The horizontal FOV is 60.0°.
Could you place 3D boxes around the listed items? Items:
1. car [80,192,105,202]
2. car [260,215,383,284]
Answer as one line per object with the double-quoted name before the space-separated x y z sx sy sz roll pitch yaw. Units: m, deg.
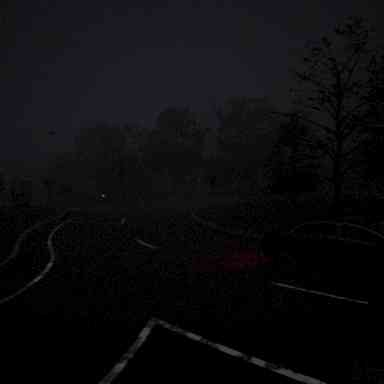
"car" -14.296 0.818 47.744 4.892 1.490 1.837 -3 -1 45
"car" 4.077 1.377 8.110 4.902 1.511 2.128 2 3 41
